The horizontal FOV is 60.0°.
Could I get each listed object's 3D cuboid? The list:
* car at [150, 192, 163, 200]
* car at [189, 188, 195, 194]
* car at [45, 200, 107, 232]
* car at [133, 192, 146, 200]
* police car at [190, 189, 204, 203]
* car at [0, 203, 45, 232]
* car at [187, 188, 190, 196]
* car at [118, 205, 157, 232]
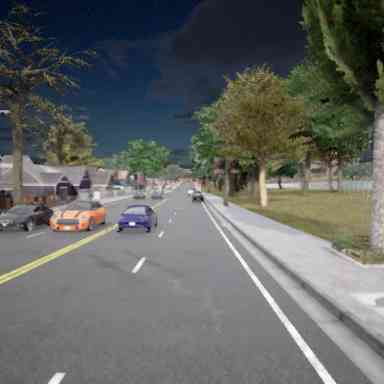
[{"bbox_3d":[-6.519,0.773,61.950,1.994,1.385,4.181,0,1,1],"label":"car"},{"bbox_3d":[0.986,0.395,69.651,2.097,1.767,4.553,0,1,0],"label":"car"},{"bbox_3d":[-6.595,1.312,19.844,2.097,1.767,4.553,0,0,0],"label":"car"},{"bbox_3d":[-9.765,0.773,61.935,1.994,1.385,4.181,0,1,1],"label":"car"},{"bbox_3d":[0.985,0.829,53.794,1.930,1.638,5.238,0,1,0],"label":"police car"},{"bbox_3d":[-9.845,1.465,19.912,1.837,1.490,4.892,0,0,0],"label":"car"},{"bbox_3d":[0.015,-0.147,87.042,2.150,2.045,5.566,0,1,0],"label":"car"},{"bbox_3d":[-3.145,1.486,19.756,1.812,1.442,4.674,0,0,0],"label":"car"}]
